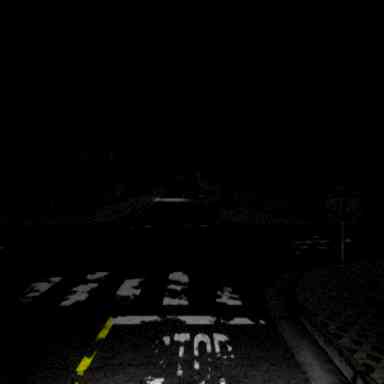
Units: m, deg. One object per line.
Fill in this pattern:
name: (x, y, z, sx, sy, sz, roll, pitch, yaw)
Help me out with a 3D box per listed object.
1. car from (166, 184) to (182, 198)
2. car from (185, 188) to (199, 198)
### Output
car: (-2.750, -0.235, 51.378, 2.150, 2.045, 5.566, 0, 2, 0)
car: (0.000, 0.113, 51.266, 1.994, 1.385, 4.181, 0, 2, 0)
